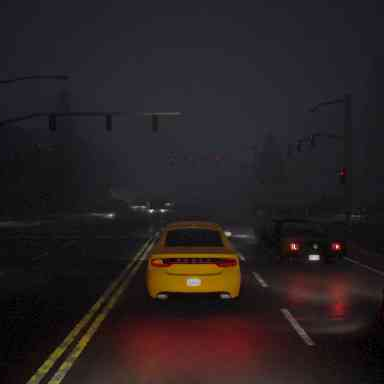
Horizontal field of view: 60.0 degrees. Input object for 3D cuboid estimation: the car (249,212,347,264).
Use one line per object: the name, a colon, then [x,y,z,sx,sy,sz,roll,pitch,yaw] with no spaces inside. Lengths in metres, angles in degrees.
car: [3.502,1.601,11.801,1.895,1.301,4.718,0,0,-1]

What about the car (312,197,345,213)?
car: [14.082,1.352,35.565,4.553,1.767,2.097,0,0,-2]

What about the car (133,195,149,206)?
car: [-8.397,1.564,53.819,1.994,1.385,4.181,0,0,-1]

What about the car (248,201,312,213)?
car: [7.320,1.491,28.564,4.902,1.511,2.128,0,0,9]

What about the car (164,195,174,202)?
car: [-5.466,1.548,79.217,1.994,1.385,4.181,0,0,-1]

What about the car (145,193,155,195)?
car: [-8.695,1.224,68.692,2.150,2.045,5.566,0,0,-1]

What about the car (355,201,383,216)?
car: [18.772,1.547,32.200,5.357,1.411,2.033,0,0,-2]

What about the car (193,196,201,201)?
car: [1.303,1.595,88.213,1.895,1.301,4.718,0,0,-1]

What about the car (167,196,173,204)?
car: [-5.110,1.564,63.333,1.994,1.385,4.181,0,0,-1]

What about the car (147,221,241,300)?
car: [0.034,1.478,8.477,1.882,1.535,5.008,0,0,0]

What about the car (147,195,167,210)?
car: [-4.567,1.526,44.052,1.812,1.442,4.674,0,0,-3]

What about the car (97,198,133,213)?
car: [-8.967,1.477,37.898,1.882,1.535,5.008,1,0,15]

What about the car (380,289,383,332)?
car: [3.597,1.478,2.711,1.882,1.535,5.008,0,0,0]
